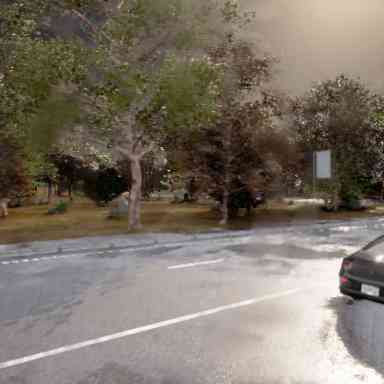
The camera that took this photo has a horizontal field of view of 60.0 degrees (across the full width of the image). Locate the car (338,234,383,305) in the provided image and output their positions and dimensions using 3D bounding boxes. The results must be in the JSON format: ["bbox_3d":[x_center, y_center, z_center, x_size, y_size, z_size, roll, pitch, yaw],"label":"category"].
[{"bbox_3d":[4.974,1.512,6.957,4.674,1.442,1.812,0,0,-33],"label":"car"}]
